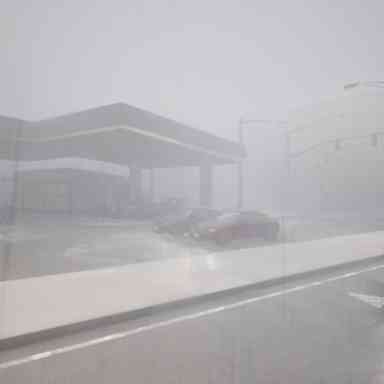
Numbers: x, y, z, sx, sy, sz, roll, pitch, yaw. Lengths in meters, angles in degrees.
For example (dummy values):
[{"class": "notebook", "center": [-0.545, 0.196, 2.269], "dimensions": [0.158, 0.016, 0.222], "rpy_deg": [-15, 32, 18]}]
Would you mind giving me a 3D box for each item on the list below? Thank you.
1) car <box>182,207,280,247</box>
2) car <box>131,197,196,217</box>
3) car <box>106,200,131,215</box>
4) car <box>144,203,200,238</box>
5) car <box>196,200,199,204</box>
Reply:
[{"class": "car", "center": [2.083, 1.553, 15.264], "dimensions": [4.674, 1.442, 1.812], "rpy_deg": [0, 0, -35]}, {"class": "car", "center": [-2.376, 1.332, 28.227], "dimensions": [4.611, 1.667, 2.242], "rpy_deg": [0, 0, -35]}, {"class": "car", "center": [-6.333, 1.490, 32.461], "dimensions": [3.806, 1.475, 1.970], "rpy_deg": [0, 0, -35]}, {"class": "car", "center": [0.052, 1.552, 18.114], "dimensions": [4.674, 1.442, 1.812], "rpy_deg": [0, 0, -35]}, {"class": "car", "center": [-0.838, 1.635, 60.189], "dimensions": [2.033, 1.411, 5.357], "rpy_deg": [0, 0, -36]}]
